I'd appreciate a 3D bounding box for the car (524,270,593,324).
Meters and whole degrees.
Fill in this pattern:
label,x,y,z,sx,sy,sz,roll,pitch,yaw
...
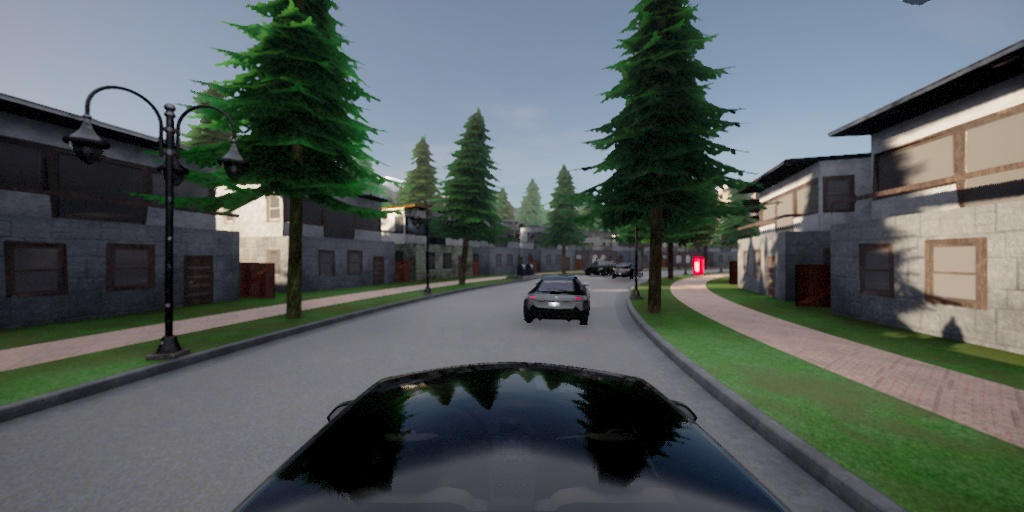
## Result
label,x,y,z,sx,sy,sz,roll,pitch,yaw
car,1.656,1.352,12.240,1.994,1.385,4.181,0,0,13

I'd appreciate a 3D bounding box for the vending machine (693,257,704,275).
label,x,y,z,sx,sy,sz,roll,pitch,yaw
vending machine,19.910,1.084,38.271,1.100,2.100,0.880,0,0,45

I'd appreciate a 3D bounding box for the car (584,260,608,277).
label,x,y,z,sx,sy,sz,roll,pitch,yaw
car,9.231,1.228,36.955,2.097,1.767,4.553,0,0,38

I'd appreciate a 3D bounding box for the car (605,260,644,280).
label,x,y,z,sx,sy,sz,roll,pitch,yaw
car,10.587,1.353,32.652,2.128,1.511,4.902,0,0,34
